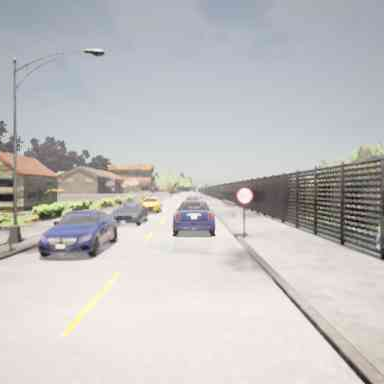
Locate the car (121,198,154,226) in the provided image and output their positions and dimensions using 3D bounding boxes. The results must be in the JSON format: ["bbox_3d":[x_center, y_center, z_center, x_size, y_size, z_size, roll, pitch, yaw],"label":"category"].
[{"bbox_3d":[-4.073,1.381,22.458,2.033,1.411,5.357,0,0,0],"label":"car"}]

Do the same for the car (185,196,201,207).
[{"bbox_3d":[0.091,1.236,44.484,1.994,1.385,4.181,0,1,0],"label":"car"}]

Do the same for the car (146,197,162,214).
[{"bbox_3d":[-4.004,1.236,32.720,1.882,1.535,5.008,0,0,0],"label":"car"}]

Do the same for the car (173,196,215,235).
[{"bbox_3d":[0.098,1.218,18.054,2.097,1.767,4.553,0,0,0],"label":"car"}]

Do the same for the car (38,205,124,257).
[{"bbox_3d":[-4.089,1.431,12.690,1.812,1.442,4.674,0,0,0],"label":"car"}]
